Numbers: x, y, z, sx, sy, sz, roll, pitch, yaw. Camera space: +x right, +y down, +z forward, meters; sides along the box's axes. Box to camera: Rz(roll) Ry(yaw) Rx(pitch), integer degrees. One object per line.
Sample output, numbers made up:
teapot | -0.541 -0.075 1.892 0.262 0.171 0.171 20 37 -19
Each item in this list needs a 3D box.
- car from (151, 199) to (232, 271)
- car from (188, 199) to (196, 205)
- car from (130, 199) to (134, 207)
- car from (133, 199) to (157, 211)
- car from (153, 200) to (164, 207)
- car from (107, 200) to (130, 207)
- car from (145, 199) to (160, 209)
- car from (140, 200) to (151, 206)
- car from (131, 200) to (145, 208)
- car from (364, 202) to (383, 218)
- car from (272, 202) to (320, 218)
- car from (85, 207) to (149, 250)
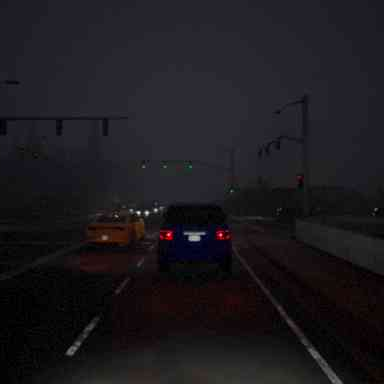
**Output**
car | 0.087 1.366 11.572 2.150 2.045 5.566 0 -1 0
car | 0.050 2.624 87.230 2.033 1.411 5.357 0 -1 0
car | -10.547 2.044 55.648 2.097 1.767 4.553 0 -1 0
car | -7.067 2.175 50.439 2.033 1.411 5.357 0 -1 0
car | -6.960 2.393 69.917 1.812 1.442 4.674 0 -1 0
car | -10.570 2.069 46.435 2.128 1.511 4.902 0 -1 0
car | -7.030 2.097 59.922 2.097 1.767 4.553 0 -1 0
car | -10.457 2.459 75.168 1.812 1.442 4.674 0 -1 0
car | -10.482 2.285 64.914 1.882 1.535 5.008 0 -1 1
car | 20.447 1.783 34.557 4.553 1.767 2.097 0 -1 -1
car | 10.666 1.780 34.320 4.553 1.767 2.097 0 -1 -1
car | -3.398 1.671 15.459 1.882 1.535 5.008 0 -1 0
